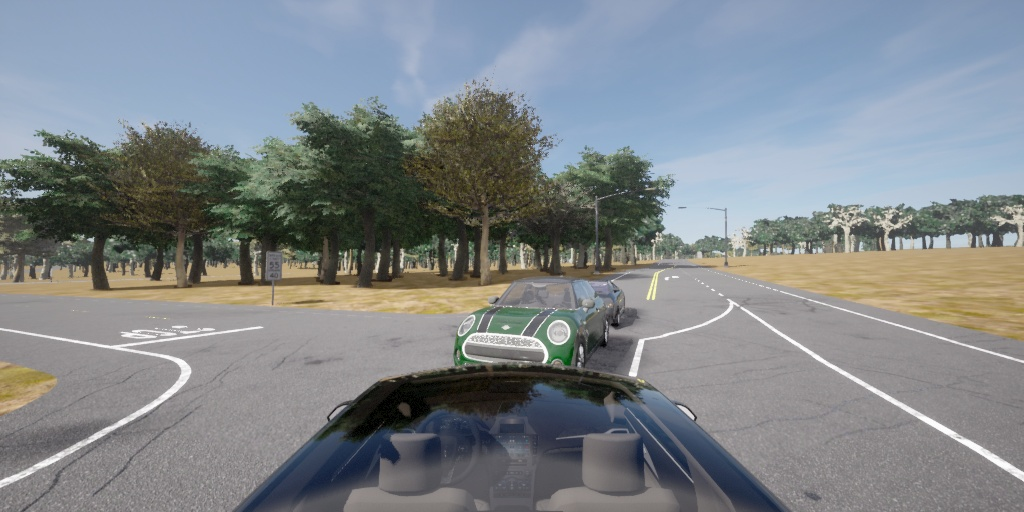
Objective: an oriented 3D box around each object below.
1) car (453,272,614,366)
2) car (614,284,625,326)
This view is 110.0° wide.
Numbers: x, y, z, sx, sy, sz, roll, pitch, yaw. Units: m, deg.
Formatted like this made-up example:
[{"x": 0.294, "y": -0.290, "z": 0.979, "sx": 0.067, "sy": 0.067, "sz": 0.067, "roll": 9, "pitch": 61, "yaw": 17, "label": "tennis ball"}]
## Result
[{"x": 0.686, "y": 1.222, "z": 7.430, "sx": 2.097, "sy": 1.767, "sz": 4.553, "roll": -1, "pitch": -2, "yaw": 22, "label": "car"}, {"x": 2.913, "y": 1.553, "z": 12.861, "sx": 1.994, "sy": 1.385, "sz": 4.181, "roll": -2, "pitch": 0, "yaw": 22, "label": "car"}]
